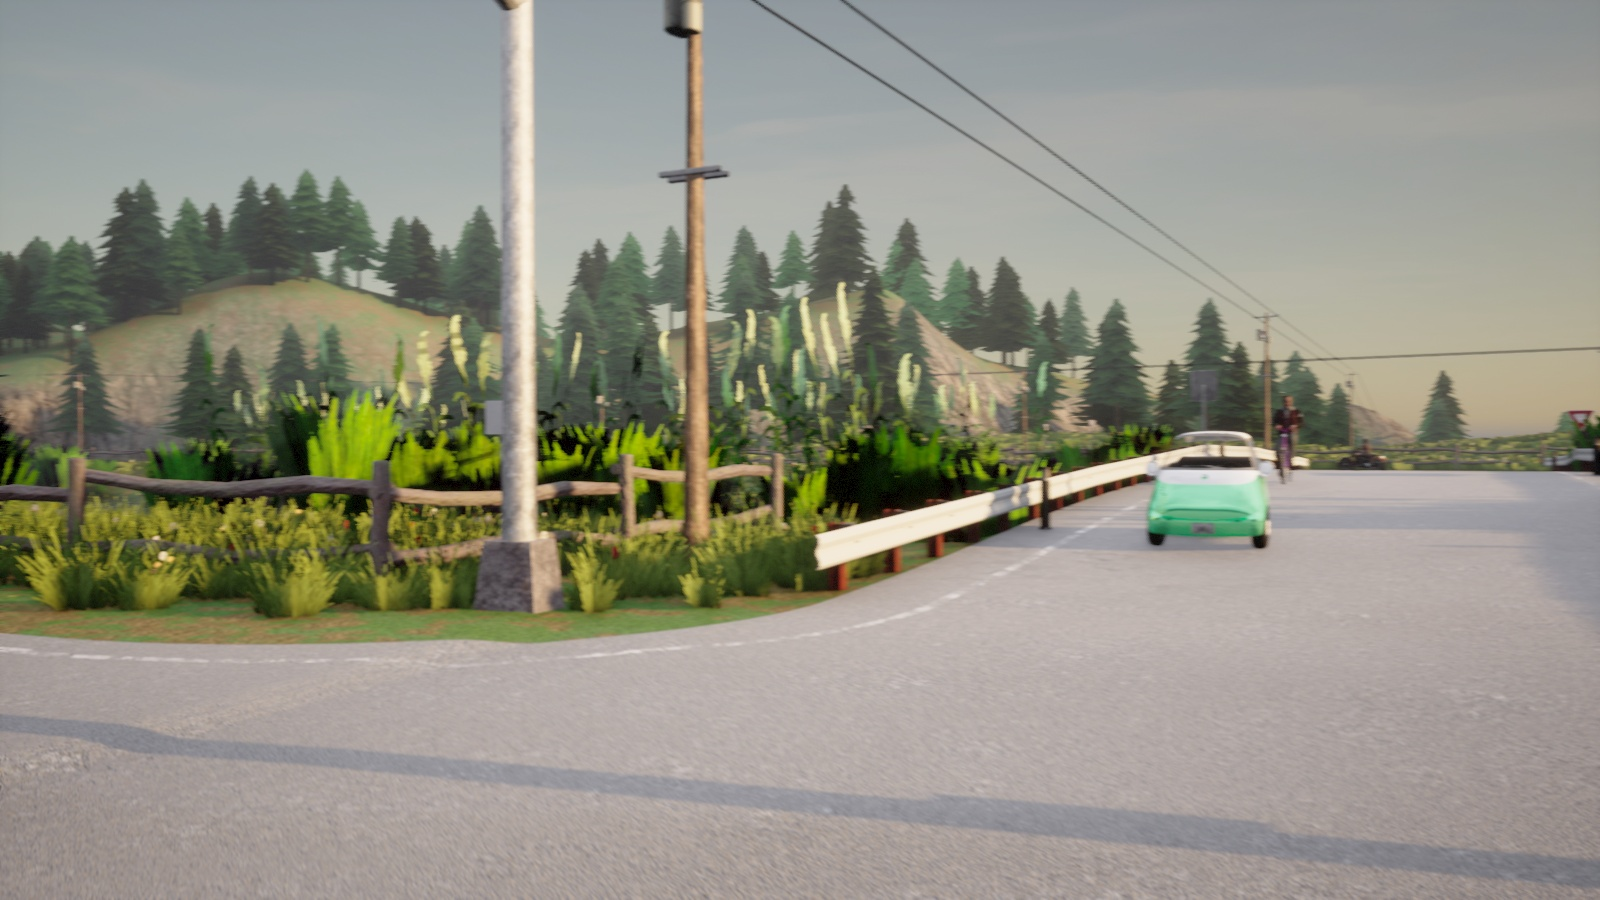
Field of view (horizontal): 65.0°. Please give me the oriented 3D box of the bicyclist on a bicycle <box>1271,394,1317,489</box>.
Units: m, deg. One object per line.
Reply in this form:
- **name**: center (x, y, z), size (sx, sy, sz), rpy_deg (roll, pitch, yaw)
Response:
- **bicyclist on a bicycle**: center (9.647, -0.180, 24.472), size (0.659, 1.776, 1.843), rpy_deg (0, 1, 27)

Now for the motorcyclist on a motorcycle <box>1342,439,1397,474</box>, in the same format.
- **motorcyclist on a motorcycle**: center (27.213, 0.313, 60.035), size (0.766, 1.649, 2.350), rpy_deg (-2, 0, -32)

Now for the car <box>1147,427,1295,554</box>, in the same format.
- **car**: center (5.291, 0.444, 15.655), size (1.481, 1.376, 2.207), rpy_deg (0, 3, 26)
